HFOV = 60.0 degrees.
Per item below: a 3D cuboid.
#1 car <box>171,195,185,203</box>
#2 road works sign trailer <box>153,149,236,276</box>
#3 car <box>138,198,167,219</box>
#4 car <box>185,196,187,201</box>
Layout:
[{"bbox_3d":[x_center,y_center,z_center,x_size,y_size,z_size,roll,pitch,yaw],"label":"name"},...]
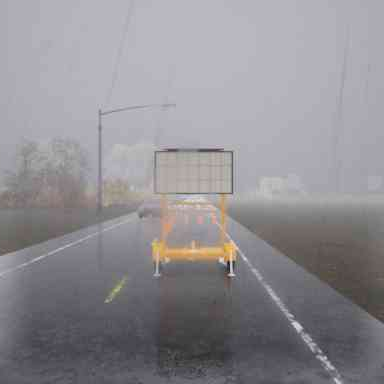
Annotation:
[{"bbox_3d":[-2.927,1.545,63.831,1.837,1.490,4.892,0,0,1],"label":"car"},{"bbox_3d":[0.054,0.469,10.320,2.380,3.560,2.880,0,0,-1],"label":"road works sign trailer"},{"bbox_3d":[-3.434,1.368,29.565,2.097,1.767,4.553,0,0,1],"label":"car"},{"bbox_3d":[-2.476,1.546,89.395,1.882,1.535,5.008,0,0,1],"label":"car"}]
